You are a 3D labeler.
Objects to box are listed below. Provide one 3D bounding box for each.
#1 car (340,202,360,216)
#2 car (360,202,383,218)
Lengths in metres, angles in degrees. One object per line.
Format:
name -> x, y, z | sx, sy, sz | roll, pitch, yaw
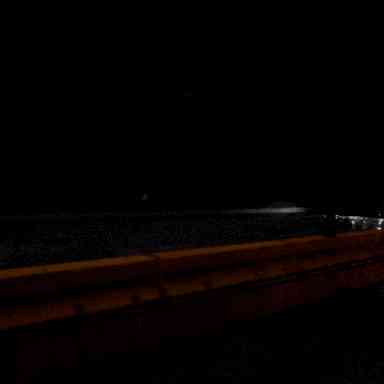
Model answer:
car -> 18.544, 1.849, 36.909 | 4.674, 1.442, 1.812 | 1, 0, -28
car -> 19.656, 1.793, 33.546 | 5.008, 1.535, 1.882 | 1, 0, -28
